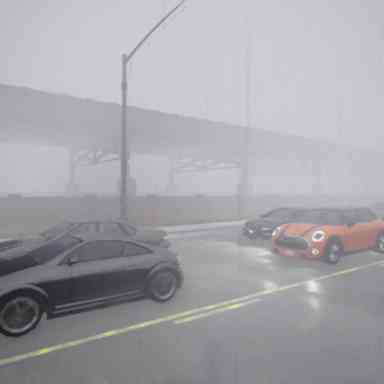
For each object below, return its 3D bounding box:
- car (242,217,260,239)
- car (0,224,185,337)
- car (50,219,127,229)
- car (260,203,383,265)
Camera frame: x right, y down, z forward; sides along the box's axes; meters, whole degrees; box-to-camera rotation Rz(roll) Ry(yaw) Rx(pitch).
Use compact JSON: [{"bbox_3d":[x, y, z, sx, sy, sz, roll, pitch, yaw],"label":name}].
[{"bbox_3d":[4.522,1.456,15.723,4.892,1.490,1.837,0,0,-35],"label":"car"},{"bbox_3d":[-2.224,1.565,6.688,4.181,1.385,1.994,0,0,-35],"label":"car"},{"bbox_3d":[-3.277,1.550,10.239,5.357,1.411,2.033,0,0,-35],"label":"car"},{"bbox_3d":[4.864,1.310,11.694,4.553,1.767,2.097,0,0,-35],"label":"car"}]
